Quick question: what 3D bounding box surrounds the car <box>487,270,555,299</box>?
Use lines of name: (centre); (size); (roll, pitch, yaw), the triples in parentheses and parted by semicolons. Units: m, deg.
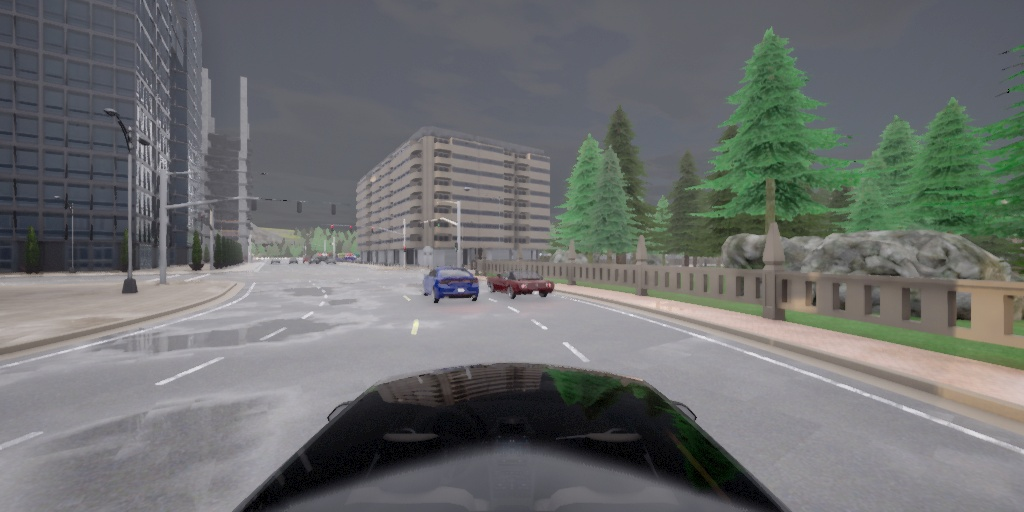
car: (0.238, 1.364, 18.136); (1.895, 1.301, 4.718); (0, 0, -22)

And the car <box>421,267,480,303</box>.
car: (-2.992, 1.233, 16.789); (1.882, 1.535, 5.008); (0, 0, -22)
